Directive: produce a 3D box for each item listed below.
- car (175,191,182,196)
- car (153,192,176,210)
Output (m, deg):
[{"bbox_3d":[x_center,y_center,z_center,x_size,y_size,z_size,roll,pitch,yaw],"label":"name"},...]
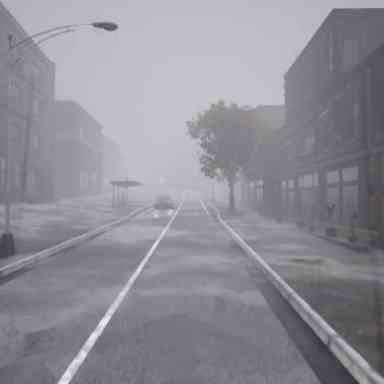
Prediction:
[{"bbox_3d":[-3.508,0.461,80.826,2.097,1.767,4.553,0,1,0],"label":"car"},{"bbox_3d":[-3.275,1.106,38.847,2.097,1.767,4.553,0,1,0],"label":"car"}]
